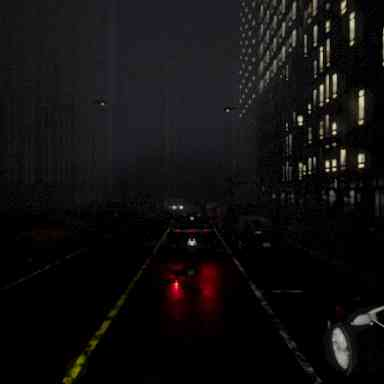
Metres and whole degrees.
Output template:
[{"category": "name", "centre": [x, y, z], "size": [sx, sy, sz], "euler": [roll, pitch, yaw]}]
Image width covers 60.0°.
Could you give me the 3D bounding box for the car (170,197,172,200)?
[{"category": "car", "centre": [-5.714, 2.327, 81.640], "size": [2.008, 1.369, 4.403], "euler": [-1, -1, 0]}]

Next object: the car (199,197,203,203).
[{"category": "car", "centre": [2.670, 2.127, 59.141], "size": [1.947, 1.339, 4.313], "euler": [-1, -1, 0]}]

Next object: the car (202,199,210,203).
[{"category": "car", "centre": [2.671, 1.945, 42.266], "size": [1.887, 1.381, 4.507], "euler": [-1, -1, 0]}]

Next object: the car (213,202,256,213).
[{"category": "car", "centre": [2.669, 1.501, 19.769], "size": [2.192, 1.841, 5.009], "euler": [-1, -1, 0]}]

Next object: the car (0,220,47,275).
[{"category": "car", "centre": [-5.704, 1.647, 8.516], "size": [1.947, 1.339, 4.313], "euler": [-1, -1, 0]}]

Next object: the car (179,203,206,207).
[{"category": "car", "centre": [-0.002, 1.875, 29.103], "size": [1.895, 1.301, 4.718], "euler": [0, -1, 0]}]

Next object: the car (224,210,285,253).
[{"category": "car", "centre": [2.675, 1.684, 14.142], "size": [2.008, 1.369, 4.403], "euler": [-1, -1, 0]}]

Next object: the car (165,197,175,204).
[{"category": "car", "centre": [-5.719, 2.144, 87.267], "size": [2.192, 1.841, 5.009], "euler": [-1, -1, 0]}]

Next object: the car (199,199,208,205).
[{"category": "car", "centre": [2.668, 2.304, 76.016], "size": [1.802, 1.307, 4.206], "euler": [-1, -1, 0]}]

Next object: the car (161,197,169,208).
[{"category": "car", "centre": [-5.713, 2.002, 59.140], "size": [1.967, 1.590, 4.097], "euler": [-1, -1, 0]}]

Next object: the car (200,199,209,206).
[{"category": "car", "centre": [2.667, 2.196, 70.561], "size": [1.752, 1.417, 4.829], "euler": [-1, -1, 0]}]

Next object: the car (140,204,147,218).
[{"category": "car", "centre": [-5.708, 1.838, 31.016], "size": [1.887, 1.381, 4.507], "euler": [-1, -1, 0]}]

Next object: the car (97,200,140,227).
[{"category": "car", "centre": [-5.712, 1.554, 25.393], "size": [2.192, 1.841, 5.009], "euler": [-1, -1, 0]}]

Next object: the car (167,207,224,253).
[{"category": "car", "centre": [0.001, 1.627, 14.300], "size": [2.128, 1.511, 4.902], "euler": [0, 0, 0]}]

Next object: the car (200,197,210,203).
[{"category": "car", "centre": [2.670, 2.035, 53.686], "size": [1.752, 1.417, 4.829], "euler": [-1, -1, 0]}]

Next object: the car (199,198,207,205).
[{"category": "car", "centre": [2.664, 2.216, 81.643], "size": [1.967, 1.590, 4.097], "euler": [-1, -1, 0]}]

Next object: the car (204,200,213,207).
[{"category": "car", "centre": [2.672, 1.897, 36.641], "size": [2.008, 1.369, 4.403], "euler": [-1, -1, 0]}]

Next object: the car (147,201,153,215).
[{"category": "car", "centre": [-5.708, 1.928, 36.640], "size": [1.802, 1.307, 4.206], "euler": [-1, -1, 0]}]

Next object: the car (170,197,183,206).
[{"category": "car", "centre": [-3.010, 2.269, 70.937], "size": [1.895, 1.301, 4.718], "euler": [0, -1, 0]}]

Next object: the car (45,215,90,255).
[{"category": "car", "centre": [-5.706, 1.657, 13.971], "size": [1.752, 1.417, 4.829], "euler": [-1, -1, 0]}]

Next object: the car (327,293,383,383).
[{"category": "car", "centre": [2.676, 1.579, 2.892], "size": [2.008, 1.369, 4.403], "euler": [-1, -1, 0]}]

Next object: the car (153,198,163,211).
[{"category": "car", "centre": [-5.710, 1.999, 47.890], "size": [1.887, 1.381, 4.507], "euler": [-1, -1, 0]}]

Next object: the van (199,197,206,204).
[{"category": "van", "centre": [2.661, 2.170, 87.268], "size": [1.690, 1.788, 3.998], "euler": [-1, -1, 0]}]
